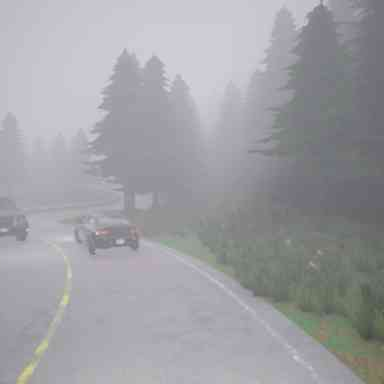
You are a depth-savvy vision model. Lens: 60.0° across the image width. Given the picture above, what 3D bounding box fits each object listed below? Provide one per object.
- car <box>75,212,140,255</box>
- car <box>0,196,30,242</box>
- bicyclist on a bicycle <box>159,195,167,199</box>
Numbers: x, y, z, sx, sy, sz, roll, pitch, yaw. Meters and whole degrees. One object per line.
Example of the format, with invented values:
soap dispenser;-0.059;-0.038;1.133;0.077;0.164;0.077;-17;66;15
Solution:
car;-3.512;1.527;13.488;1.812;1.442;4.674;0;0;-27
car;-9.554;1.237;15.806;2.150;2.045;5.566;0;0;-41
bicyclist on a bicycle;-3.485;0.882;39.732;1.656;1.620;0.582;-12;0;20
